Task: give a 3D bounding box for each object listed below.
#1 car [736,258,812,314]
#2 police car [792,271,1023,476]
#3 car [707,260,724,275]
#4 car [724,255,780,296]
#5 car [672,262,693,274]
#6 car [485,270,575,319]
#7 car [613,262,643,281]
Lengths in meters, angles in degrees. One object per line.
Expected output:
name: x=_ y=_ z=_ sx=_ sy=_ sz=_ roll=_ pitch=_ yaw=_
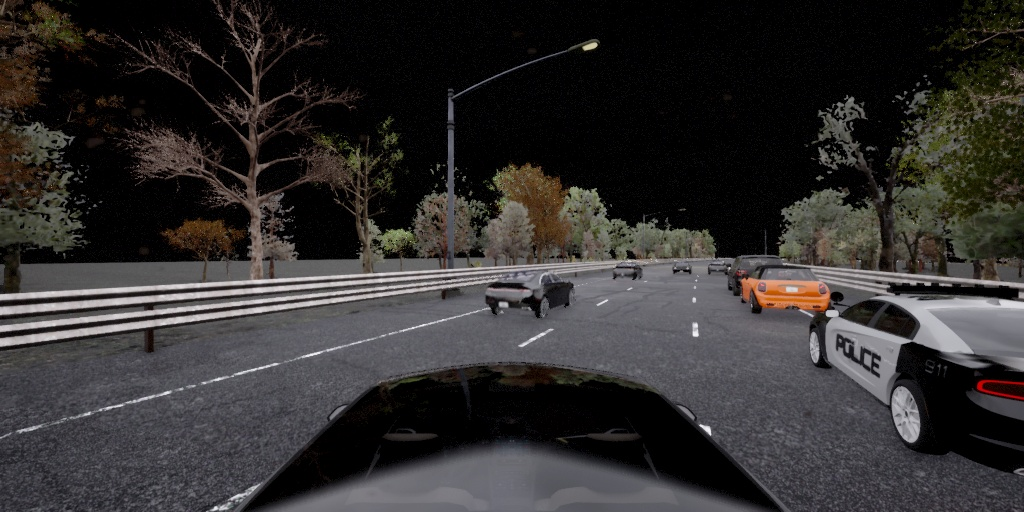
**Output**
car: x=9.961 y=1.102 z=13.425 sx=2.097 sy=1.767 sz=4.553 roll=0 pitch=0 yaw=27
police car: x=5.618 y=1.175 z=4.712 sx=1.930 sy=1.638 sz=5.238 roll=0 pitch=0 yaw=26
car: x=22.535 y=1.261 z=39.295 sx=2.128 sy=1.511 sz=4.902 roll=0 pitch=0 yaw=30
car: x=12.686 y=0.978 z=18.753 sx=2.150 sy=2.045 sz=5.566 roll=0 pitch=0 yaw=27
car: x=19.425 y=1.369 z=40.780 sx=1.895 sy=1.301 sz=4.718 roll=0 pitch=0 yaw=29
car: x=0.834 y=1.241 z=12.924 sx=2.128 sy=1.511 sz=4.902 roll=0 pitch=0 yaw=26
car: x=9.913 y=1.250 z=30.538 sx=2.128 sy=1.511 sz=4.902 roll=0 pitch=0 yaw=28
